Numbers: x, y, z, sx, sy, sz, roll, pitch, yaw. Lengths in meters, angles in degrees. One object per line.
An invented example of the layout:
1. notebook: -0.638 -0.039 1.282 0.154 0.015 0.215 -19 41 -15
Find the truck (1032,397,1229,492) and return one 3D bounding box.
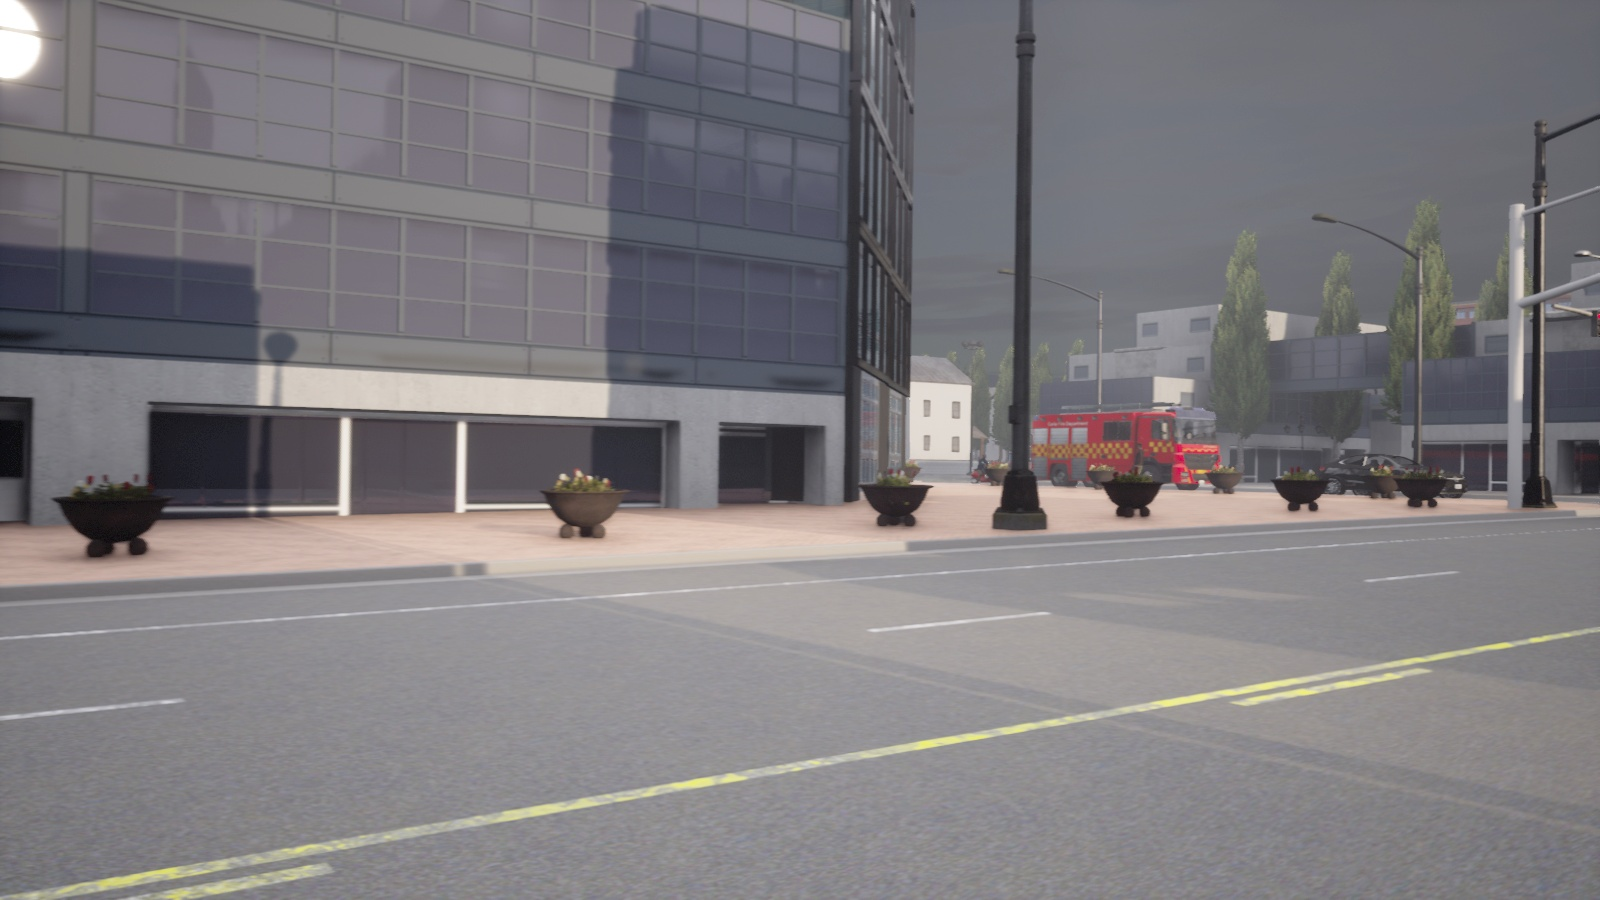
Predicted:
1. truck: 14.228 -0.193 54.867 2.891 3.827 8.468 1 -1 -34

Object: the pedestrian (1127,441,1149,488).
1. pedestrian: 13.234 0.564 49.171 0.703 1.840 0.431 0 -1 32

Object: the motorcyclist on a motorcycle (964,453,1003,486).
1. motorcyclist on a motorcycle: 9.049 0.951 61.955 0.866 1.590 1.817 1 -1 -40

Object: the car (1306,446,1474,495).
1. car: 21.018 0.710 44.924 2.152 1.651 5.027 1 -1 -34
